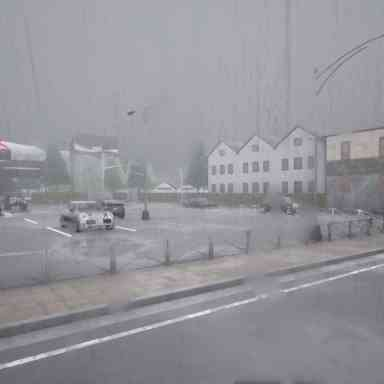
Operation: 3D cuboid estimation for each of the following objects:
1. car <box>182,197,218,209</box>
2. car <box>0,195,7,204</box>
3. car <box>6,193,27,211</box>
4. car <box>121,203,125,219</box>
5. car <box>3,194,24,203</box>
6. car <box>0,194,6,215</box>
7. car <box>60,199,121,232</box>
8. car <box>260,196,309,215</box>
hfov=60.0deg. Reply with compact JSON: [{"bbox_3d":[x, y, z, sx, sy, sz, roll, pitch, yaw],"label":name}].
[{"bbox_3d":[0.881,1.370,41.279,2.033,1.411,5.357,0,0,-35],"label":"car"},{"bbox_3d":[-39.486,1.495,65.901,4.611,1.667,2.242,0,0,-36],"label":"car"},{"bbox_3d":[-20.120,1.092,37.950,1.905,1.878,3.866,0,0,-36],"label":"car"},{"bbox_3d":[-6.733,1.313,25.548,2.007,1.523,4.514,0,0,-36],"label":"car"},{"bbox_3d":[-39.260,1.328,73.030,3.866,1.878,1.905,0,0,-36],"label":"car"},{"bbox_3d":[-18.207,1.113,29.640,1.932,1.855,4.605,0,0,-36],"label":"car"},{"bbox_3d":[-5.603,1.248,17.685,1.970,1.475,3.806,0,0,-36],"label":"car"},{"bbox_3d":[8.475,1.176,30.615,2.097,1.767,4.553,0,0,-35],"label":"car"}]
